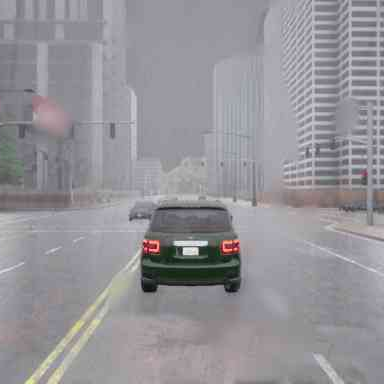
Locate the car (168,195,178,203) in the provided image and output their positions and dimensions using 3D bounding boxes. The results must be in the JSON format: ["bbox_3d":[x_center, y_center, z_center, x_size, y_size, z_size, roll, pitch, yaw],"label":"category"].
[{"bbox_3d":[-4.101,1.478,71.394,1.882,1.535,5.008,0,0,0],"label":"car"}]

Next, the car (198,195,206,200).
[{"bbox_3d":[2.733,1.500,90.625,1.837,1.490,4.892,0,0,0],"label":"car"}]

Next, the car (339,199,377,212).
[{"bbox_3d":[19.464,1.547,37.382,5.357,1.411,2.033,0,0,-1],"label":"car"}]

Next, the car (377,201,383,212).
[{"bbox_3d":[22.133,1.477,33.917,5.008,1.535,1.882,0,0,-1],"label":"car"}]

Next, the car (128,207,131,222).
[{"bbox_3d":[-3.815,1.505,26.463,1.837,1.490,4.892,0,0,0],"label":"car"}]

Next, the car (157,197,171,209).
[{"bbox_3d":[-3.912,1.526,47.581,1.812,1.442,4.674,0,0,-3],"label":"car"}]

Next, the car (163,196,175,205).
[{"bbox_3d":[-4.077,1.477,60.031,1.882,1.535,5.008,0,0,0],"label":"car"}]

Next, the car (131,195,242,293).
[{"bbox_3d":[-0.021,1.221,9.015,2.150,2.045,5.566,0,0,0],"label":"car"}]
